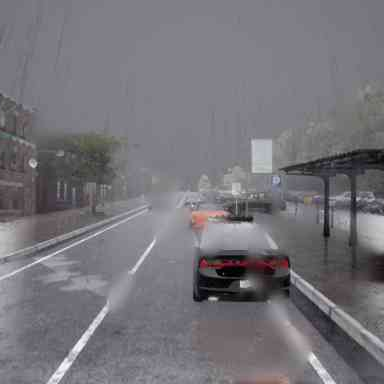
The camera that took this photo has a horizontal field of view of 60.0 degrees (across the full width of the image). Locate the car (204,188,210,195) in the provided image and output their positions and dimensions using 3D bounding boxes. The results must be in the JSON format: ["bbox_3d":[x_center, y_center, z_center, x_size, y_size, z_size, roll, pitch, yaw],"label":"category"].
[{"bbox_3d":[5.543,0.680,60.877,5.566,2.045,2.435,0,1,0],"label":"car"}]

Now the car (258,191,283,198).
[{"bbox_3d":[18.408,0.639,78.141,5.366,1.575,1.946,0,1,0],"label":"car"}]

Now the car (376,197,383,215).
[{"bbox_3d":[18.791,1.330,28.178,4.792,1.488,2.163,0,1,0],"label":"car"}]

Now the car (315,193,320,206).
[{"bbox_3d":[18.709,1.177,42.054,4.892,1.521,2.231,0,1,0],"label":"car"}]

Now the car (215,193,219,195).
[{"bbox_3d":[5.632,1.182,41.252,5.008,1.535,2.097,0,1,0],"label":"car"}]

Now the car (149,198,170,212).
[{"bbox_3d":[-3.319,1.315,34.574,1.994,1.385,4.181,0,1,0],"label":"car"}]

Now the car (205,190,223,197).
[{"bbox_3d":[5.465,0.428,83.303,4.553,1.767,2.185,0,1,0],"label":"car"}]

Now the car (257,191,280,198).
[{"bbox_3d":[18.589,0.597,80.918,4.892,1.521,2.231,0,1,0],"label":"car"}]

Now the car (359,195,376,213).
[{"bbox_3d":[18.758,1.277,30.953,4.892,1.521,2.231,0,1,0],"label":"car"}]

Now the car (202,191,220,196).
[{"bbox_3d":[5.453,0.365,94.517,5.008,1.535,2.097,0,1,0],"label":"car"}]

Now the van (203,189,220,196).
[{"bbox_3d":[5.351,0.187,91.710,4.442,1.987,1.878,0,1,0],"label":"van"}]

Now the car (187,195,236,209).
[{"bbox_3d":[0.938,1.254,18.285,2.097,1.767,4.553,0,1,0],"label":"car"}]

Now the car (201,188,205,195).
[{"bbox_3d":[5.486,0.397,77.696,5.566,2.045,2.435,0,1,0],"label":"car"}]

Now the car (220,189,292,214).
[{"bbox_3d":[5.647,1.032,30.037,5.566,2.045,2.435,0,1,0],"label":"car"}]

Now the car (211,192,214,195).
[{"bbox_3d":[5.639,1.125,49.664,4.792,1.488,2.163,0,1,0],"label":"car"}]

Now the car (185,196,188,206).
[{"bbox_3d":[-0.058,1.214,46.840,1.895,1.301,4.718,0,1,1],"label":"car"}]

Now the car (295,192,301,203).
[{"bbox_3d":[18.657,1.119,50.381,4.792,1.488,2.163,0,1,0],"label":"car"}]

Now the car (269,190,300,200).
[{"bbox_3d":[18.659,0.578,67.037,5.566,2.045,2.435,0,1,0],"label":"car"}]

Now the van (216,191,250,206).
[{"bbox_3d":[5.735,0.900,46.858,4.442,1.987,1.878,0,1,0],"label":"van"}]

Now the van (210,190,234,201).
[{"bbox_3d":[5.679,0.658,63.682,4.442,1.987,1.878,0,1,0],"label":"van"}]

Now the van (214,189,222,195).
[{"bbox_3d":[5.512,0.930,44.056,4.442,1.987,1.878,0,1,0],"label":"van"}]

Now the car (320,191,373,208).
[{"bbox_3d":[18.695,0.950,39.278,5.566,2.045,2.435,0,1,0],"label":"car"}]

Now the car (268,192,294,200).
[{"bbox_3d":[18.592,0.812,69.816,4.792,1.488,2.163,0,1,0],"label":"car"}]

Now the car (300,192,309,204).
[{"bbox_3d":[18.881,1.116,47.610,5.366,1.575,1.946,0,1,0],"label":"car"}]

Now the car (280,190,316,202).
[{"bbox_3d":[18.687,0.718,58.711,5.566,2.045,2.435,0,1,0],"label":"car"}]

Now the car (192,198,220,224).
[{"bbox_3d":[0.926,1.303,24.514,1.801,1.575,5.366,0,1,0],"label":"car"}]

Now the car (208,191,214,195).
[{"bbox_3d":[5.597,1.020,55.274,4.892,1.521,2.231,0,1,0],"label":"car"}]

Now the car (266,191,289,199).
[{"bbox_3d":[18.643,0.610,72.591,4.553,1.767,2.185,0,1,0],"label":"car"}]

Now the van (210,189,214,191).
[{"bbox_3d":[5.698,0.752,58.078,4.442,1.987,1.878,0,1,0],"label":"van"}]

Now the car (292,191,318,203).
[{"bbox_3d":[18.706,1.080,53.164,4.792,1.488,2.163,0,1,0],"label":"car"}]

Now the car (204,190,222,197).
[{"bbox_3d":[5.455,0.381,86.106,4.553,1.767,2.185,0,1,0],"label":"car"}]

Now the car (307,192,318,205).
[{"bbox_3d":[18.700,1.149,44.832,5.008,1.535,2.097,0,1,0],"label":"car"}]

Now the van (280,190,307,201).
[{"bbox_3d":[18.766,0.697,61.488,4.442,1.987,1.878,0,1,0],"label":"van"}]

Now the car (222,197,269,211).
[{"bbox_3d":[5.659,1.273,35.646,4.674,1.452,2.002,0,1,0],"label":"car"}]

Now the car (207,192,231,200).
[{"bbox_3d":[5.537,0.791,69.291,4.892,1.521,2.231,0,1,0],"label":"car"}]

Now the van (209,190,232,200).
[{"bbox_3d":[5.669,0.611,66.485,4.442,1.987,1.878,0,1,0],"label":"van"}]

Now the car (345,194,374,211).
[{"bbox_3d":[18.748,1.251,33.728,5.008,1.535,2.097,0,1,0],"label":"car"}]

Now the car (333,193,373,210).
[{"bbox_3d":[18.739,1.226,36.504,5.008,1.535,2.097,0,1,0],"label":"car"}]

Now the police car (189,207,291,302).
[{"bbox_3d":[0.958,1.401,8.416,1.930,1.638,5.238,0,0,0],"label":"police car"}]
